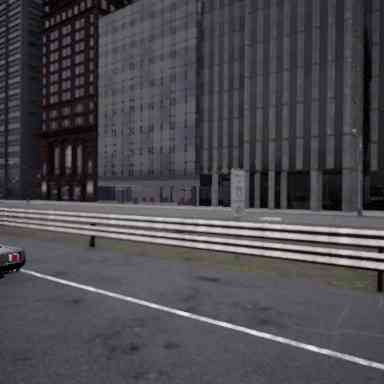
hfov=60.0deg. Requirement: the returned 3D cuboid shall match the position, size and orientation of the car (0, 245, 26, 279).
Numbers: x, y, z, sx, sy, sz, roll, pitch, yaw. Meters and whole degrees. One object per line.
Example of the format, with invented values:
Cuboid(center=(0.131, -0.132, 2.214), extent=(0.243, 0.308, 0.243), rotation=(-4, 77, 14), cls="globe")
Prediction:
Cuboid(center=(-6.557, 1.592, 8.327), extent=(4.718, 1.301, 1.895), rotation=(0, 0, 25), cls="car")
